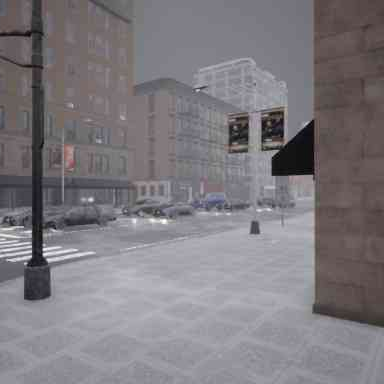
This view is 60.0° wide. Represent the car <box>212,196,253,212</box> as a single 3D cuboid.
[{"bbox_3d":[4.572,1.462,36.970,1.895,1.301,4.718,0,0,36],"label":"car"}]

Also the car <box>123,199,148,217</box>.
[{"bbox_3d":[-4.219,1.419,30.187,1.837,1.490,4.892,0,0,35],"label":"car"}]

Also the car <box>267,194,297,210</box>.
[{"bbox_3d":[11.226,1.331,40.395,1.837,1.490,4.892,0,0,35],"label":"car"}]

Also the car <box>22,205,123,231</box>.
[{"bbox_3d":[-7.121,1.494,20.466,2.033,1.411,5.357,0,0,36],"label":"car"}]

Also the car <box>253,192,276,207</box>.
[{"bbox_3d":[11.028,1.035,45.993,2.150,2.045,5.566,0,0,36],"label":"car"}]

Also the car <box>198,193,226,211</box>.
[{"bbox_3d":[2.115,1.088,39.112,2.150,2.045,5.566,0,0,36],"label":"car"}]

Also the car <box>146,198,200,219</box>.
[{"bbox_3d":[-1.543,1.470,28.350,1.994,1.385,4.181,0,0,35],"label":"car"}]

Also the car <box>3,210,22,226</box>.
[{"bbox_3d":[-10.067,1.519,21.934,1.994,1.385,4.181,0,0,35],"label":"car"}]
